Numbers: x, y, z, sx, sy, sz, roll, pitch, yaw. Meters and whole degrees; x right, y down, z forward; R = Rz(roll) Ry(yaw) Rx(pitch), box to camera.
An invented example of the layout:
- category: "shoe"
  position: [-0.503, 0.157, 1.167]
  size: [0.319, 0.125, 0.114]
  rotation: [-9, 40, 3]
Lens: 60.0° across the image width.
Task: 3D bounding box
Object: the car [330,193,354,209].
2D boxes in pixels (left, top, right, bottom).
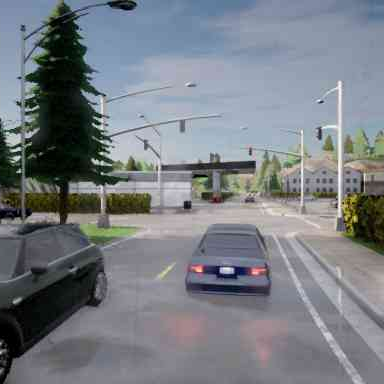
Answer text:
- category: "car"
  position: [20.221, 1.330, 42.318]
  size: [5.027, 1.636, 2.152]
  rotation: [0, 0, 10]

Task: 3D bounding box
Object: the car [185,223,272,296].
- category: "car"
  position: [1.083, 1.547, 8.829]
  size: [2.033, 1.411, 5.357]
  rotation: [0, 0, 10]

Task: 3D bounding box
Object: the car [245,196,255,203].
- category: "car"
  position: [11.965, 1.491, 68.529]
  size: [2.128, 1.511, 4.902]
  rotation: [0, 0, 11]

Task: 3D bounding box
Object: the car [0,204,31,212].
- category: "car"
  position: [-15.572, 1.601, 27.066]
  size: [4.718, 1.301, 1.895]
  rotation: [0, 0, 10]

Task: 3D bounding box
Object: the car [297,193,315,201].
- category: "car"
  position: [26.140, 1.361, 76.060]
  size: [3.806, 1.475, 1.970]
  rotation: [0, 0, 10]

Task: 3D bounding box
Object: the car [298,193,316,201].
- category: "car"
  position: [27.321, 1.077, 79.227]
  size: [3.866, 1.878, 1.905]
  rotation: [0, 0, 10]

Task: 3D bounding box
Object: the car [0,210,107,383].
- category: "car"
  position: [-3.020, 1.352, 5.112]
  size: [2.097, 1.767, 4.553]
  rotation: [0, 0, 6]

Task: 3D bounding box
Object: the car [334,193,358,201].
- category: "car"
  position: [34.496, 1.097, 74.619]
  size: [4.605, 1.855, 1.932]
  rotation: [0, 0, 10]
